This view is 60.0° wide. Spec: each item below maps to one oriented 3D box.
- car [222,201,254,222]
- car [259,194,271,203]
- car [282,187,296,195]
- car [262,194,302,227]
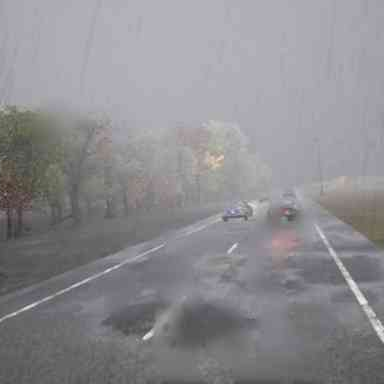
[{"bbox_3d":[3.585,1.428,25.689,2.033,1.411,5.357,-5,0,17],"label":"car"},{"bbox_3d":[11.958,0.967,53.654,1.895,1.301,4.718,-5,0,17],"label":"car"},{"bbox_3d":[16.949,0.193,58.276,2.150,2.045,5.566,-5,-1,17],"label":"car"},{"bbox_3d":[5.565,1.179,20.147,1.837,1.490,4.892,-5,0,17],"label":"car"}]
